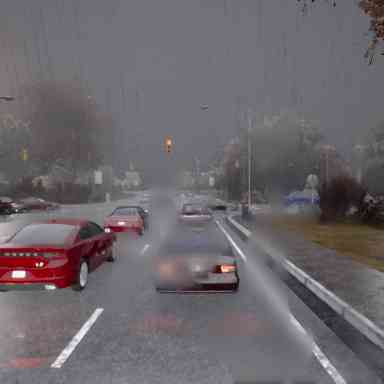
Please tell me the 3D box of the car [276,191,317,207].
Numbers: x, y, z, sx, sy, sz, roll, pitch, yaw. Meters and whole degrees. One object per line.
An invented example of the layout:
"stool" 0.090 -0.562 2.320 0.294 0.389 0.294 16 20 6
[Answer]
"car" 13.785 0.895 43.189 5.566 2.045 2.150 0 1 -4

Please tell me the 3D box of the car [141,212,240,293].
"car" 0.104 1.515 8.919 2.033 1.411 5.357 0 0 0

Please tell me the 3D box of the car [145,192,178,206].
"car" -4.129 1.145 45.529 2.128 1.511 4.902 1 1 18

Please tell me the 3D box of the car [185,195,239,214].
"car" 2.048 1.265 31.815 4.902 1.511 2.128 0 1 -3

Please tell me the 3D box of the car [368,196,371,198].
"car" 24.086 1.216 43.767 5.357 1.411 2.033 0 1 -3

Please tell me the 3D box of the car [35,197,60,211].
"car" -16.073 1.277 34.301 4.674 1.442 1.812 0 1 -3

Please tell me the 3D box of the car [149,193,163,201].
"car" -7.021 0.962 65.409 2.128 1.511 4.902 0 1 0

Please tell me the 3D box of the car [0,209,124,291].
"car" -3.393 1.445 8.993 1.882 1.535 5.008 0 0 0

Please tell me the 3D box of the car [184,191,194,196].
"car" -0.449 0.714 86.177 2.128 1.511 4.902 0 1 -4

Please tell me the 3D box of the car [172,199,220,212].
"car" 0.138 1.380 18.611 2.128 1.511 4.902 0 0 -1

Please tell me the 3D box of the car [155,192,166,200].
"car" -7.086 0.871 75.797 2.128 1.511 4.902 0 1 -1

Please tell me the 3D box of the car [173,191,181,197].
"car" -3.950 0.786 86.094 1.895 1.301 4.718 0 1 -4

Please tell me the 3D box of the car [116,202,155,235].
"car" -3.390 1.458 17.980 1.994 1.385 4.181 0 1 0

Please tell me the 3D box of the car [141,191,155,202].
"car" -7.066 0.790 55.237 2.150 2.045 5.566 0 1 0

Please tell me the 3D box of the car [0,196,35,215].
"car" -17.114 1.141 29.971 4.553 1.767 2.097 0 1 8
